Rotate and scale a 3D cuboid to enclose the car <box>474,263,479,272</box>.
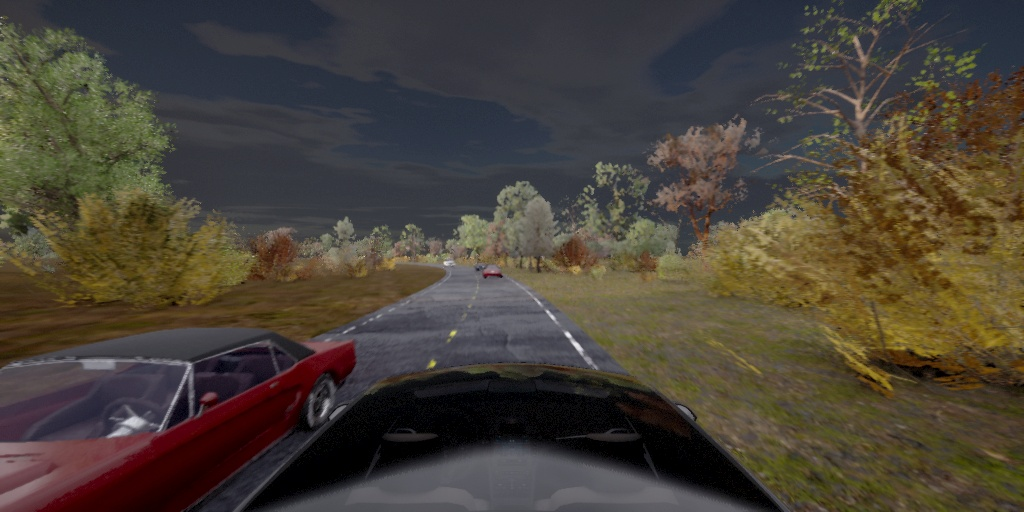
[{"bbox_3d":[-4.852,1.716,55.475,1.895,1.301,4.718,0,0,-10],"label":"car"}]

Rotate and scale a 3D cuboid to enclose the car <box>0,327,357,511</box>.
[{"bbox_3d":[-3.120,1.383,2.848,1.895,1.301,4.718,0,0,0],"label":"car"}]

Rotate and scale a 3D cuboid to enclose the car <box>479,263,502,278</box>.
[{"bbox_3d":[-2.165,1.556,38.157,1.994,1.385,4.181,0,0,-7],"label":"car"}]
